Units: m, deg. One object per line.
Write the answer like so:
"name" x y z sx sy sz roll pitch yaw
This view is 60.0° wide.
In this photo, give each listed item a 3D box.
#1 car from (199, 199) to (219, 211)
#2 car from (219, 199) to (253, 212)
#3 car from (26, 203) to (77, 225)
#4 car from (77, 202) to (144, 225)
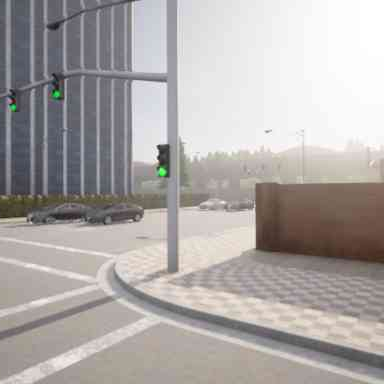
"car" 2.712 1.601 42.326 1.812 1.442 4.674 0 0 36
"car" 5.752 1.555 40.557 2.128 1.511 4.902 0 0 36
"car" -9.763 1.567 24.831 2.128 1.511 4.902 0 0 35
"car" -5.640 1.567 24.592 1.837 1.490 4.892 0 0 35
